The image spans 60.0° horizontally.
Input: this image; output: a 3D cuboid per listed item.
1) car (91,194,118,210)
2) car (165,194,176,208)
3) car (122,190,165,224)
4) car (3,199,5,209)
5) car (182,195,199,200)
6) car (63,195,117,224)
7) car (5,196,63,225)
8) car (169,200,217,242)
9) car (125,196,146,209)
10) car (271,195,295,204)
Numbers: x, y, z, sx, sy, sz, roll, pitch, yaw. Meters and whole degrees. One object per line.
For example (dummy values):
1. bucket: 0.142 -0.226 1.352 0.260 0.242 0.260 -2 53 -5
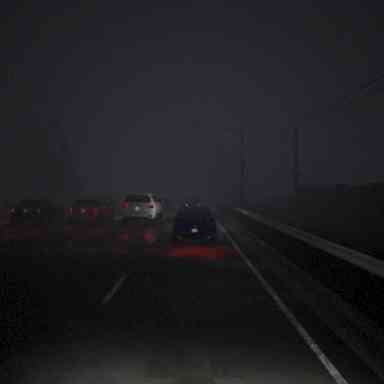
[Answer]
1. car: -10.394 1.102 39.843 2.097 1.767 4.553 0 0 0
2. car: -3.394 1.307 41.004 1.994 1.385 4.181 0 0 0
3. car: -3.396 1.075 23.346 2.150 2.045 5.566 0 0 0
4. car: -20.852 1.249 38.767 2.128 1.511 4.902 0 0 -33
5. car: 0.105 1.330 34.673 2.033 1.411 5.357 0 0 0
6. car: -6.896 1.206 23.177 2.097 1.767 4.553 0 0 0
7. car: -10.397 1.208 22.883 2.097 1.767 4.553 0 0 0
8. car: 0.103 1.378 15.856 1.882 1.535 5.008 0 0 0
9. car: -6.908 1.268 41.169 1.812 1.442 4.674 0 0 0
10. car: 15.637 1.210 53.853 5.357 1.411 2.033 0 0 31
